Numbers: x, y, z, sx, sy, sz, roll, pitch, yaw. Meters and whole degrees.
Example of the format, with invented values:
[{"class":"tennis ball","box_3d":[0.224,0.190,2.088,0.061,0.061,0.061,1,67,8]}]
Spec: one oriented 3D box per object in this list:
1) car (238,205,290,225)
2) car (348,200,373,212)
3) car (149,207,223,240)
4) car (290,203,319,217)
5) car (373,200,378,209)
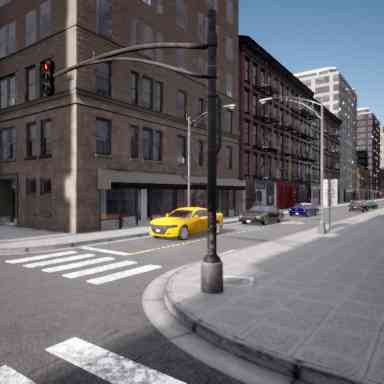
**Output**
[{"class":"car","box_3d":[5.564,1.706,25.921,2.033,1.411,5.357,0,0,35]},{"class":"car","box_3d":[22.036,1.784,43.957,2.128,1.511,4.902,0,0,36]},{"class":"car","box_3d":[-0.173,1.578,17.861,1.882,1.535,5.008,0,0,35]},{"class":"car","box_3d":[11.548,1.818,34.304,1.895,1.301,4.718,0,0,36]},{"class":"car","box_3d":[27.789,1.906,52.034,1.994,1.385,4.181,0,0,35]}]
